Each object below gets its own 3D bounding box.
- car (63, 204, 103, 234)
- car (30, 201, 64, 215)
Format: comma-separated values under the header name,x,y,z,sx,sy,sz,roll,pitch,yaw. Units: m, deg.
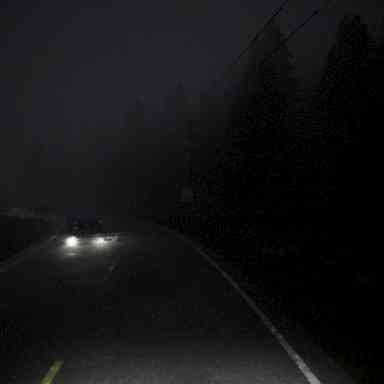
name,x,y,z,sx,sy,sz,roll,pitch,yaw
car,-6.748,1.617,20.663,1.882,1.535,5.008,1,-1,-23
car,-15.293,1.742,35.500,4.902,1.511,2.128,-1,-1,32
